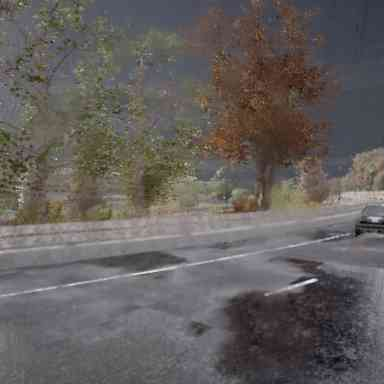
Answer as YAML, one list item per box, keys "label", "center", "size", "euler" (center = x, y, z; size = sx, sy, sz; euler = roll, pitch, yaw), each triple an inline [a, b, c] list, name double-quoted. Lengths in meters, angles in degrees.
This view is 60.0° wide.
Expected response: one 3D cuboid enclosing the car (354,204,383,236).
- label: "car"
  center: [10.555, 1.441, 18.008]
  size: [2.097, 1.767, 4.553]
  euler: [0, 0, 44]
